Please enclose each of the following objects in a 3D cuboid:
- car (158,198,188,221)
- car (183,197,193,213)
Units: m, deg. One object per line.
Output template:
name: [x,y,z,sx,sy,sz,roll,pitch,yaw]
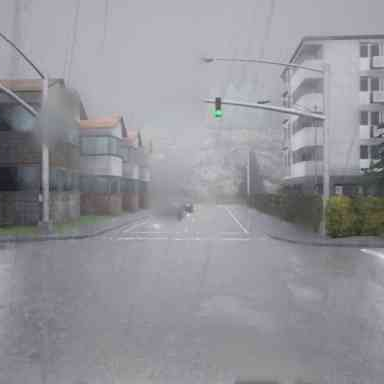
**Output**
car: [-1.663,1.531,28.084,1.882,1.535,5.008,0,0,4]
car: [-1.027,1.421,37.859,2.097,1.767,4.553,0,0,4]
